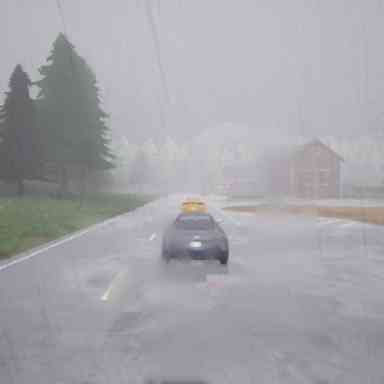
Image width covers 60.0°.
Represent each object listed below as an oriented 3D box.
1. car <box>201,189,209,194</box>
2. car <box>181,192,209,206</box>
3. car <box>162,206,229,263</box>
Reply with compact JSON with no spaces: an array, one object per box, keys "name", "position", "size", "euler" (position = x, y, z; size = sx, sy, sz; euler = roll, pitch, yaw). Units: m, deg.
[{"name":"car","position":[2.970,0.134,77.246],"size":[1.816,1.474,4.193],"euler":[-6,1,-2]},{"name":"car","position":[0.099,1.016,26.882],"size":[1.882,1.535,5.008],"euler":[0,1,0]},{"name":"car","position":[0.097,1.371,11.115],"size":[1.994,1.385,4.181],"euler":[0,1,0]}]
